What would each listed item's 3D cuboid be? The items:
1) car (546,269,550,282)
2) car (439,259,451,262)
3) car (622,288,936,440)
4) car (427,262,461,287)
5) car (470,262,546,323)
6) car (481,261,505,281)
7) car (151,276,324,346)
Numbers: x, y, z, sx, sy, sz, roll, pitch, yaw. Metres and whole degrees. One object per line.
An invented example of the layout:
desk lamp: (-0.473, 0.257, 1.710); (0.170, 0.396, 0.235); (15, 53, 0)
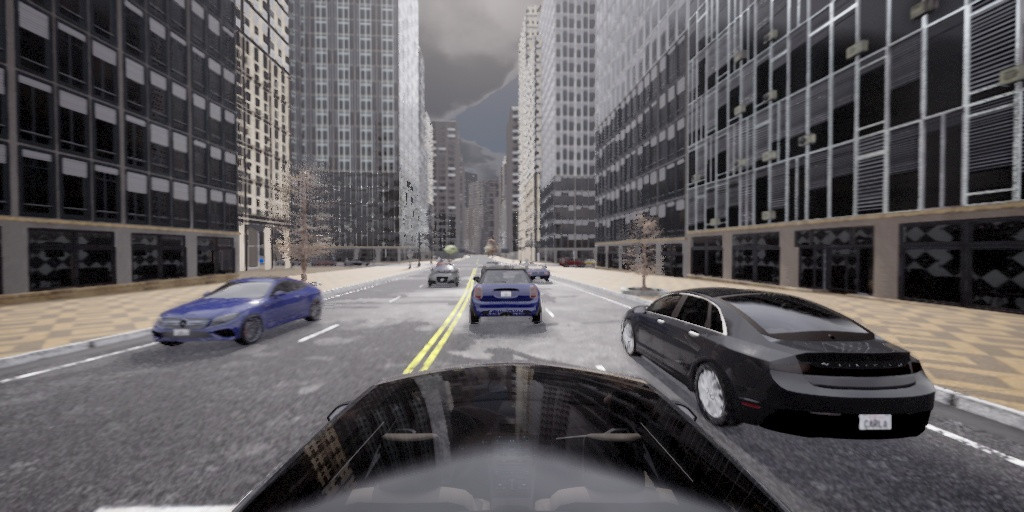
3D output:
car: (1.749, 1.334, 28.827); (1.895, 1.301, 4.718); (0, 0, -5)
car: (-10.691, 1.255, 57.063); (1.882, 1.535, 5.008); (0, 0, -5)
car: (3.235, 1.247, 5.650); (1.837, 1.490, 4.892); (0, 0, -1)
car: (-4.603, 1.320, 24.767); (1.994, 1.385, 4.181); (0, 0, -5)
car: (-0.273, 1.100, 12.313); (2.097, 1.767, 4.553); (0, 0, -3)
car: (-1.712, 1.247, 30.991); (1.837, 1.490, 4.892); (0, 0, -5)
car: (-6.806, 1.290, 9.609); (1.812, 1.442, 4.674); (0, 0, -2)
